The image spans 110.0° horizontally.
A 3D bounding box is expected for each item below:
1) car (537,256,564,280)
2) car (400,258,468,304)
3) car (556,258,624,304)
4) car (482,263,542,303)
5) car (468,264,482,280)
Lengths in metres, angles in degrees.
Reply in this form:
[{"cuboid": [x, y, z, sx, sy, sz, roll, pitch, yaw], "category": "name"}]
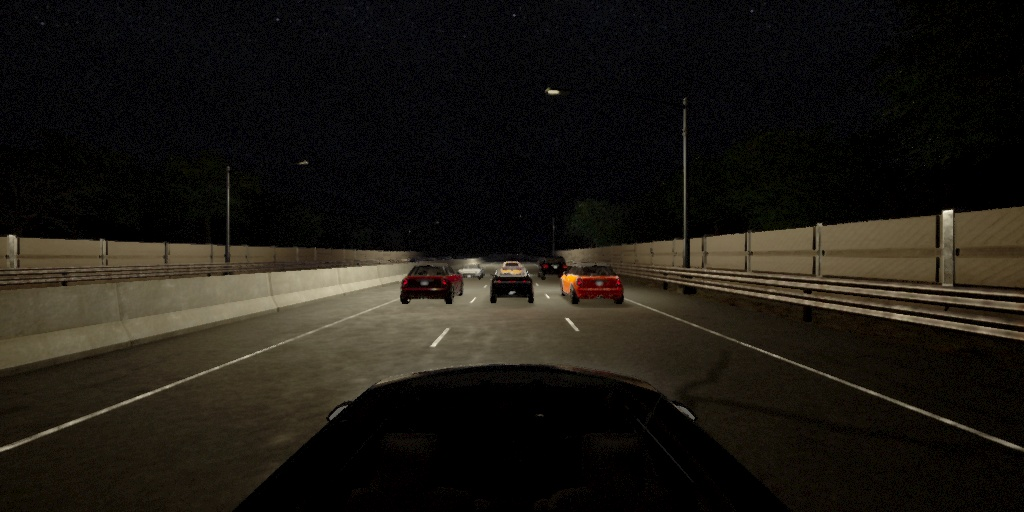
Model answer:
[{"cuboid": [3.500, 1.001, 31.531, 2.150, 2.045, 5.566, 0, 0, 0], "category": "car"}, {"cuboid": [-3.499, 1.113, 16.471, 2.097, 1.767, 4.553, 0, 0, 0], "category": "car"}, {"cuboid": [3.500, 1.113, 16.471, 2.097, 1.767, 4.553, 0, 0, 0], "category": "car"}, {"cuboid": [0.000, 1.242, 16.501, 2.128, 1.511, 4.902, 0, 0, 0], "category": "car"}, {"cuboid": [-3.500, 1.359, 31.532, 1.895, 1.301, 4.718, 0, 0, 0], "category": "car"}]
